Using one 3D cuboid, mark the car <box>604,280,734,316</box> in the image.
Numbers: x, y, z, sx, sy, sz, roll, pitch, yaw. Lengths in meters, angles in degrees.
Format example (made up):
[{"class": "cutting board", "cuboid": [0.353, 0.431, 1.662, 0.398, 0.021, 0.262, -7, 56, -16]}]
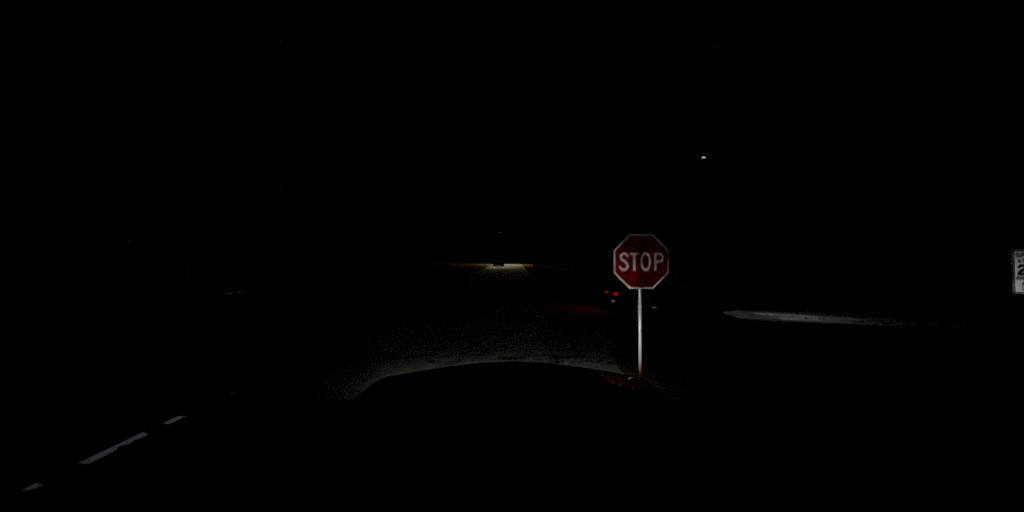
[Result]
[{"class": "car", "cuboid": [6.386, 1.648, 14.801, 4.718, 1.301, 1.895, 2, -1, 0]}]
